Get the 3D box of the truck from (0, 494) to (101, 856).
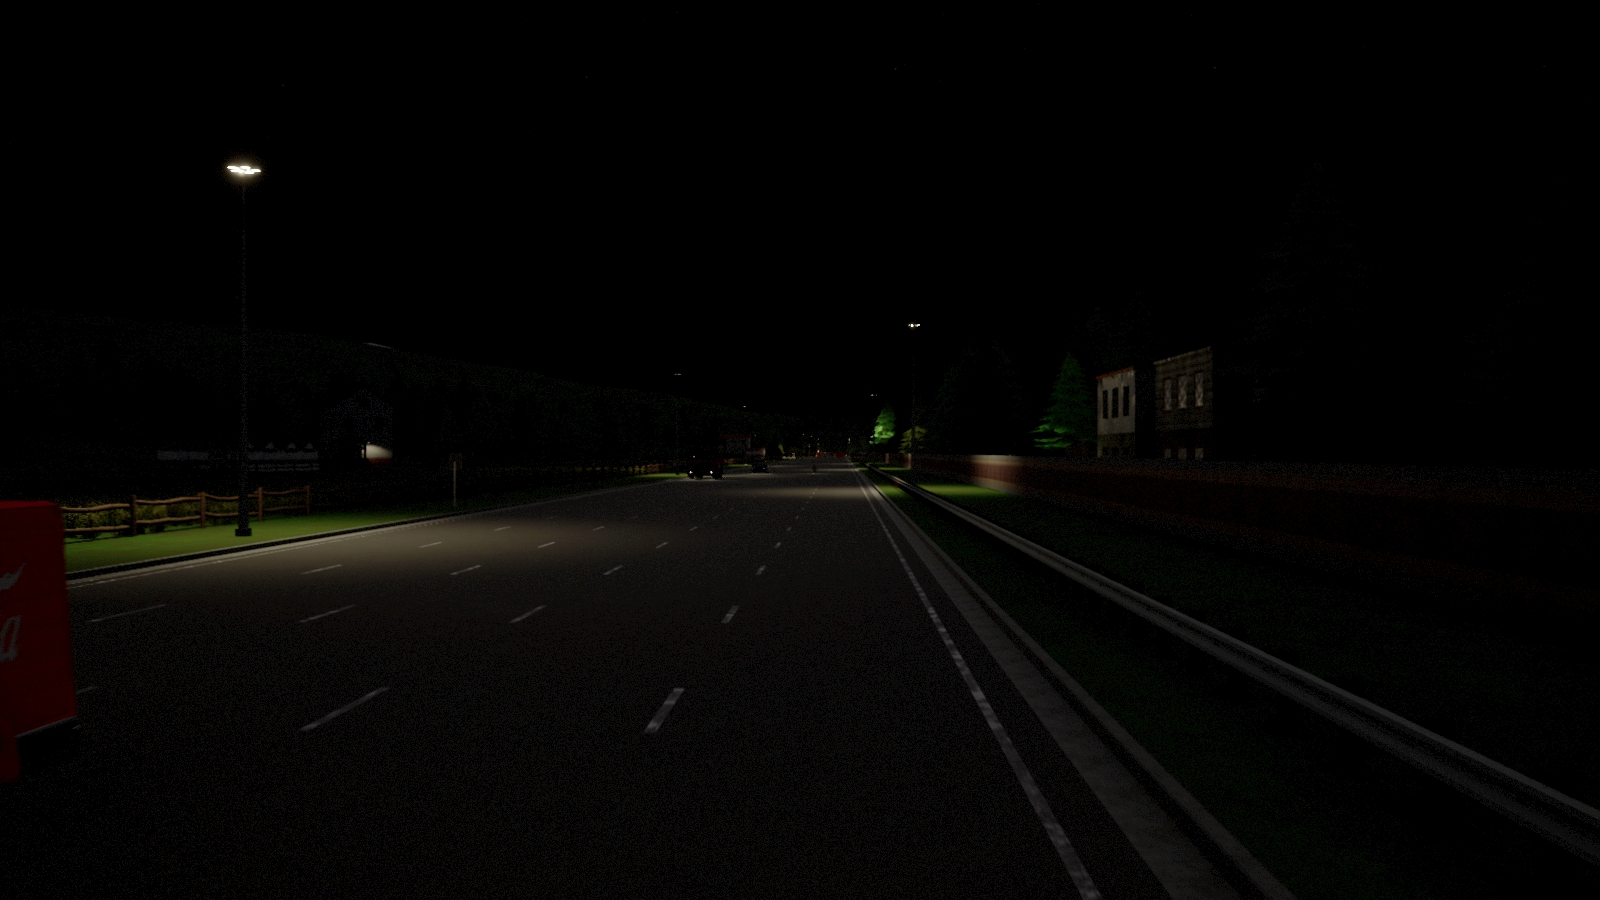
[{"bbox_3d":[-6.907,1.582,6.459,2.627,2.467,5.204,0,0,2],"label":"truck"}]
